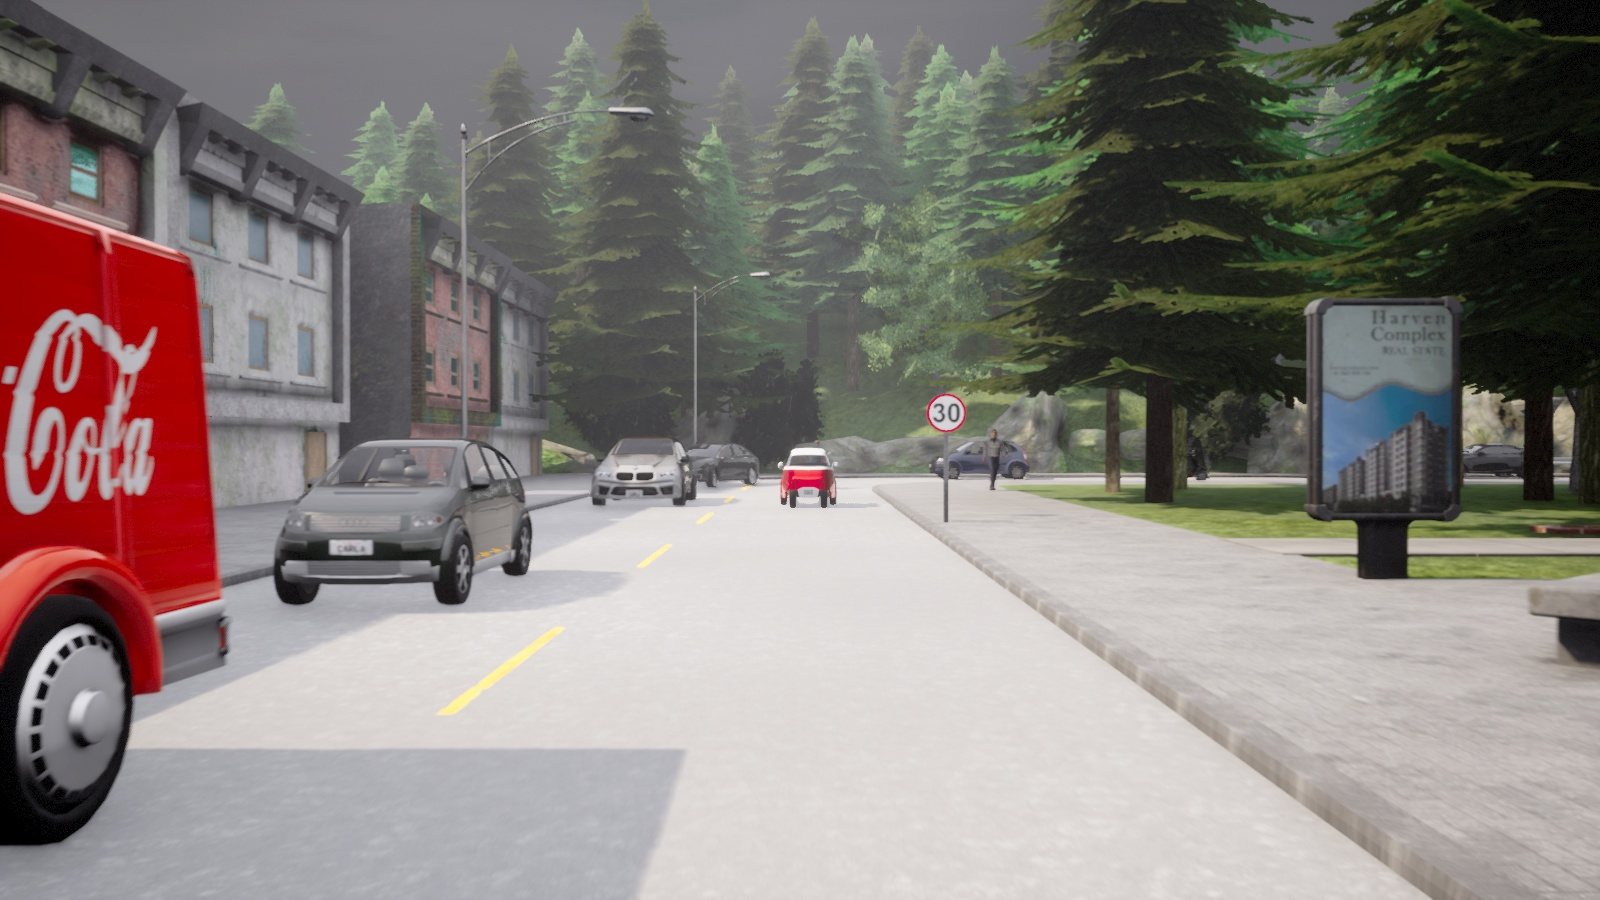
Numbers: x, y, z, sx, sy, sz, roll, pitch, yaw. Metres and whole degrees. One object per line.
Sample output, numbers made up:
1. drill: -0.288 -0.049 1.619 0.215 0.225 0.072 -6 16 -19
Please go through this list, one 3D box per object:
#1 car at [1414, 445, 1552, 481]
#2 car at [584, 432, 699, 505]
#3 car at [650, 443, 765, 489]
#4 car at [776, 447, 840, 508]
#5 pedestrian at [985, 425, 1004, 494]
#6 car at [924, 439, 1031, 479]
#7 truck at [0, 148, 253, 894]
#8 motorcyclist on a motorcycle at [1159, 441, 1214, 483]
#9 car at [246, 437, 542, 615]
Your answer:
1. car: 27.935 0.505 51.461 4.674 1.442 1.812 0 0 0
2. car: -3.806 0.413 30.999 2.242 1.667 4.611 0 0 0
3. car: -3.104 0.506 43.341 1.837 1.490 4.892 0 0 24
4. car: 0.196 0.632 30.053 1.481 1.376 2.207 0 1 0
5. pedestrian: 5.553 0.258 35.912 0.423 1.949 0.788 0 0 0
6. car: 7.215 0.362 51.264 3.988 1.617 1.851 0 0 -5
7. truck: -3.963 0.237 3.446 2.627 2.467 5.204 0 0 0
8. motorcyclist on a motorcycle: 14.586 0.444 47.437 1.817 1.590 0.866 0 0 -1
9. car: -3.907 0.650 12.757 1.789 1.549 3.705 0 0 0
